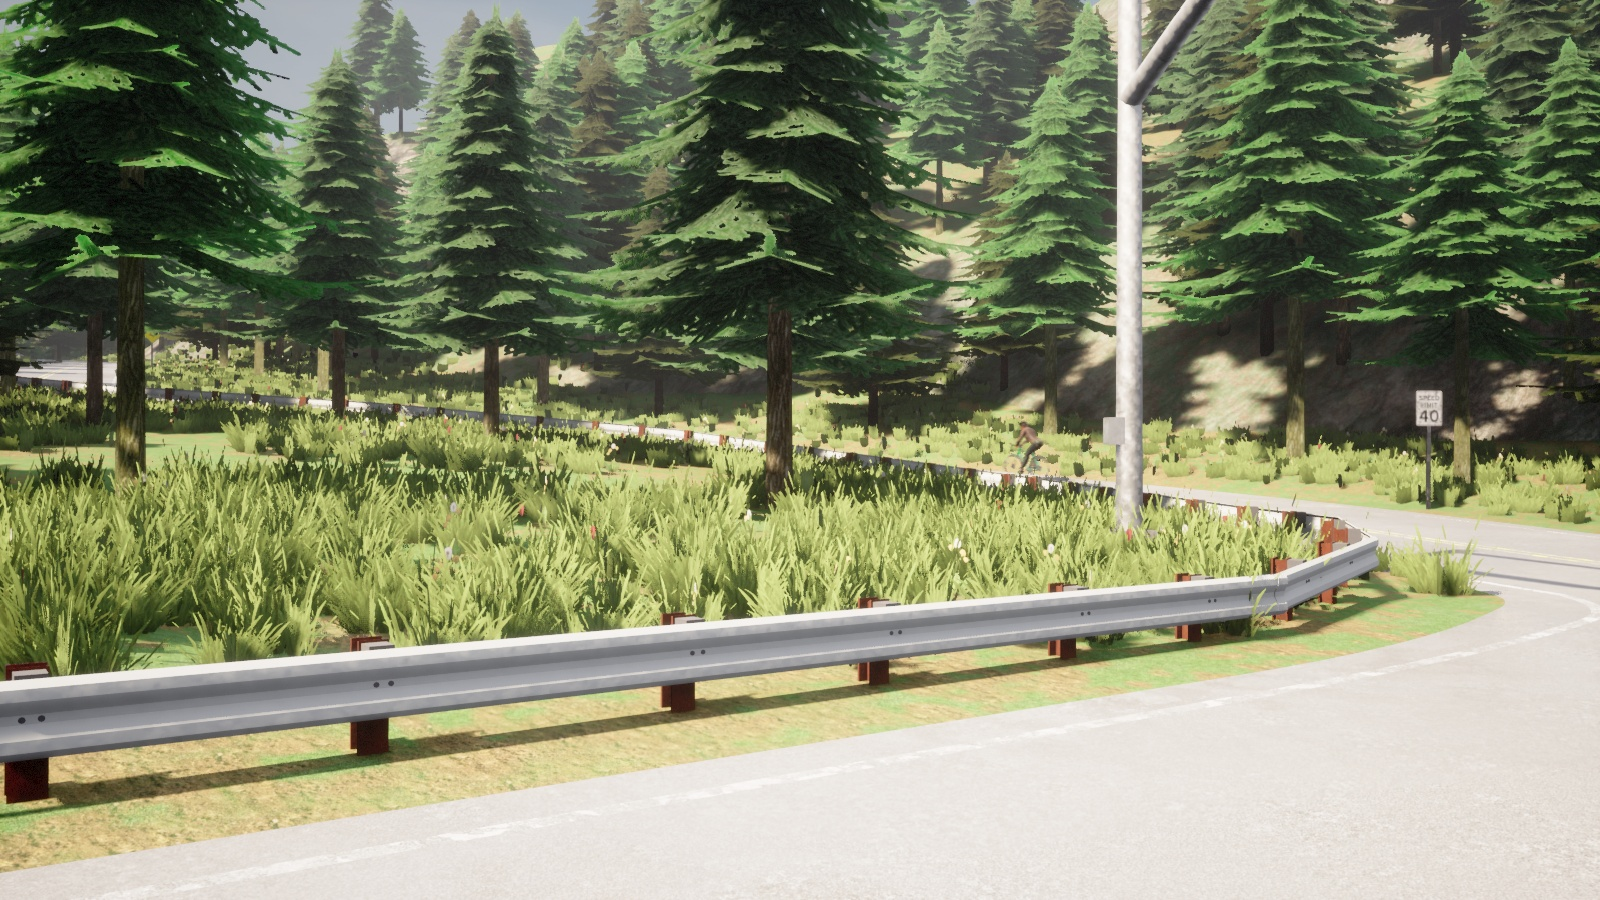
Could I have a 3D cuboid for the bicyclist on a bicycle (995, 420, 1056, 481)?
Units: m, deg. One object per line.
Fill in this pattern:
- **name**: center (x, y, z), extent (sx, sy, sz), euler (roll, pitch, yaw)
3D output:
- **bicyclist on a bicycle**: center (6.288, 0.000, 35.141), extent (0.582, 1.620, 1.656), euler (-1, 4, -38)
